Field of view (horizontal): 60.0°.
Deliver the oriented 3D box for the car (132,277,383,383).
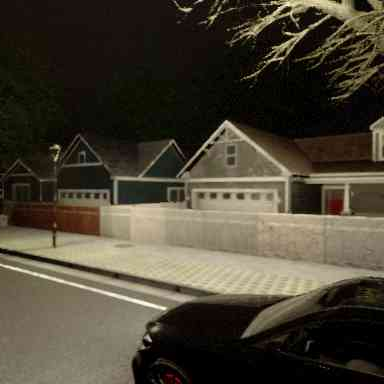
[{"bbox_3d":[1.567,1.525,2.874,4.674,1.442,1.812,0,0,36],"label":"car"}]
